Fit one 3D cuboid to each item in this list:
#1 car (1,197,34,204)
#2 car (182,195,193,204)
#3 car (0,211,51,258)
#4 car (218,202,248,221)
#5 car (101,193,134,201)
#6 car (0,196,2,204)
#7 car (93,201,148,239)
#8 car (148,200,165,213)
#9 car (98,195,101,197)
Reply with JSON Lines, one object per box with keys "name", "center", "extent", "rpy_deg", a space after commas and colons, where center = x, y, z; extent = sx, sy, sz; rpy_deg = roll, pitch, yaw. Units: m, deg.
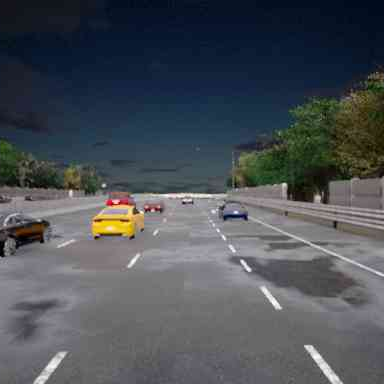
{"name": "car", "center": [-21.645, 1.362, 42.111], "extent": [1.812, 1.442, 4.674], "rpy_deg": [0, 0, -1]}
{"name": "car", "center": [-0.760, 1.422, 58.155], "extent": [1.895, 1.301, 4.718], "rpy_deg": [0, 0, -1]}
{"name": "car", "center": [-7.063, 1.469, 12.656], "extent": [2.128, 1.511, 4.902], "rpy_deg": [0, 0, -1]}
{"name": "car", "center": [3.252, 1.483, 26.781], "extent": [1.994, 1.385, 4.181], "rpy_deg": [0, 0, -1]}
{"name": "car", "center": [-7.350, 1.100, 34.466], "extent": [2.150, 2.045, 5.566], "rpy_deg": [0, 0, -1]}
{"name": "car", "center": [-25.134, 1.192, 41.247], "extent": [2.097, 1.767, 4.553], "rpy_deg": [0, 0, -1]}
{"name": "car", "center": [-3.621, 1.440, 17.091], "extent": [1.882, 1.535, 5.008], "rpy_deg": [0, 0, -1]}
{"name": "car", "center": [-3.851, 1.478, 34.585], "extent": [1.895, 1.301, 4.718], "rpy_deg": [0, 0, -1]}
{"name": "car", "center": [-18.392, 1.392, 67.987], "extent": [1.812, 1.442, 4.674], "rpy_deg": [0, 0, -1]}
